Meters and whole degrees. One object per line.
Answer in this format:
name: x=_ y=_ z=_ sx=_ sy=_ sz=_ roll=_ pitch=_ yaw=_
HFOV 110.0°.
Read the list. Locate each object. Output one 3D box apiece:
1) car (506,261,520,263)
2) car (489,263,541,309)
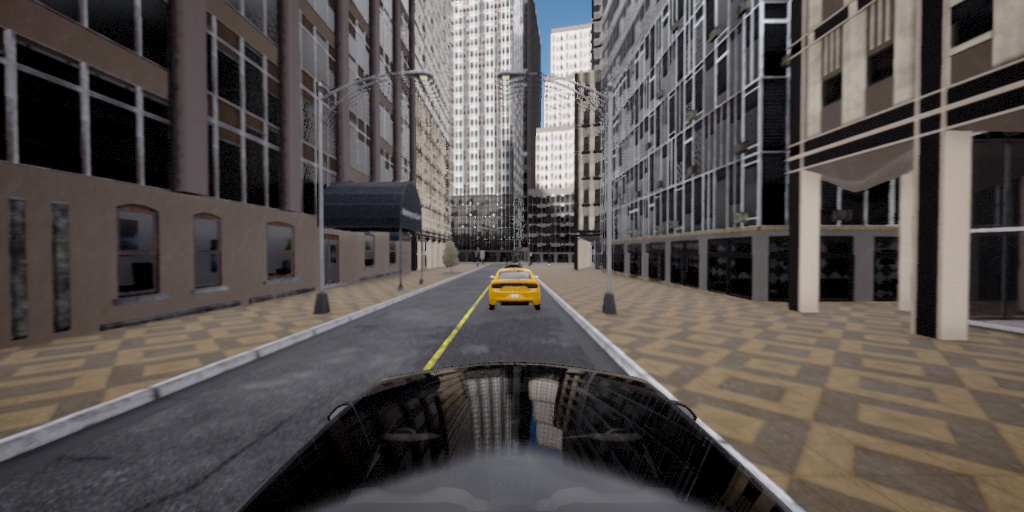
car: x=0.098 y=1.252 z=35.502 sx=1.837 sy=1.490 sz=4.892 roll=0 pitch=0 yaw=0
car: x=0.099 y=1.224 z=14.842 sx=1.882 sy=1.535 sz=5.008 roll=0 pitch=0 yaw=0
